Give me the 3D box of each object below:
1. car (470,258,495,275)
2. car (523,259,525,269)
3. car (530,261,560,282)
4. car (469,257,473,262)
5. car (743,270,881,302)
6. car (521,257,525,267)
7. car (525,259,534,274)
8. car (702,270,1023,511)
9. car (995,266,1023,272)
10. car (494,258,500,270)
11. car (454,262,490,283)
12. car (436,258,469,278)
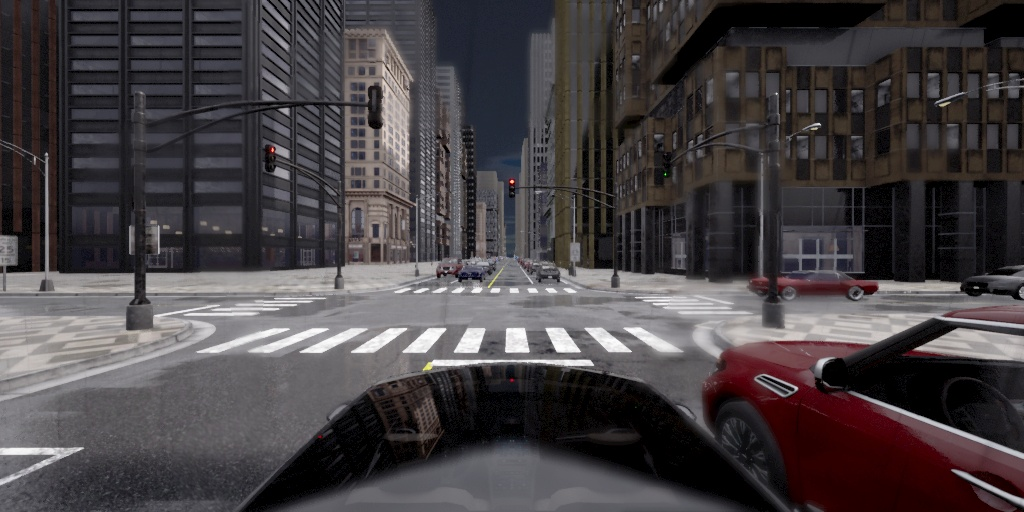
[{"bbox_3d":[-3.087,1.279,38.430,1.812,1.442,4.674,0,0,0],"label":"car"},{"bbox_3d":[2.778,1.300,45.125,1.888,1.381,4.507,0,0,0],"label":"car"},{"bbox_3d":[2.772,1.302,28.203,2.007,1.370,4.403,0,0,0],"label":"car"},{"bbox_3d":[-5.749,1.193,39.479,1.967,1.591,4.097,0,0,0],"label":"car"},{"bbox_3d":[13.525,1.314,16.376,4.718,1.301,1.895,0,0,0],"label":"car"},{"bbox_3d":[2.783,1.199,56.406,1.967,1.591,4.097,0,0,0],"label":"car"},{"bbox_3d":[2.776,1.304,39.485,2.007,1.370,4.403,0,0,0],"label":"car"},{"bbox_3d":[2.762,1.065,1.230,2.192,1.841,5.009,0,0,0],"label":"car"},{"bbox_3d":[23.670,1.196,16.422,4.892,1.490,1.837,0,0,0],"label":"car"},{"bbox_3d":[-3.076,1.304,48.799,2.033,1.411,5.357,0,0,0],"label":"car"},{"bbox_3d":[-3.090,1.352,28.462,1.895,1.301,4.718,0,0,0],"label":"car"},{"bbox_3d":[-5.751,1.067,33.837,2.192,1.841,5.009,0,0,0],"label":"car"}]
